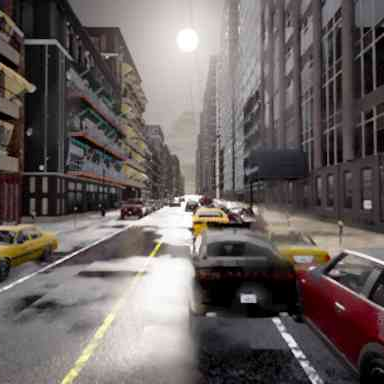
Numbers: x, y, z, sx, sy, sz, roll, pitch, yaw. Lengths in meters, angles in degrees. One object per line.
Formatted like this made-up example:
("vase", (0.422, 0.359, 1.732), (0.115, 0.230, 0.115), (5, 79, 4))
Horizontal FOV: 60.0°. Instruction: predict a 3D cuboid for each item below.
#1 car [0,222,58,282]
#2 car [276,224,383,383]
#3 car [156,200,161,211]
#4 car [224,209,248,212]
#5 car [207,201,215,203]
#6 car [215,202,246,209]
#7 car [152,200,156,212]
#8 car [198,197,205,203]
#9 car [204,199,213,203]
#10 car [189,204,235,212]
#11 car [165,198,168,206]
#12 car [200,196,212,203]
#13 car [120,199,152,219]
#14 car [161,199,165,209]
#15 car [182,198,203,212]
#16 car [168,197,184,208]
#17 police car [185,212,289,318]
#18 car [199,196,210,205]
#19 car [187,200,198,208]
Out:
("car", (-5.670, 1.615, 10.075), (1.752, 1.417, 4.829), (1, 0, 0))
("car", (2.709, 1.478, 4.589), (1.967, 1.590, 4.097), (1, 0, 0))
("car", (-5.649, 1.801, 44.153), (1.967, 1.590, 4.097), (1, 0, 0))
("car", (2.713, 1.714, 15.889), (1.802, 1.307, 4.206), (1, 0, 0))
("car", (2.723, 1.832, 32.844), (1.947, 1.339, 4.313), (1, 0, 0))
("car", (2.718, 1.617, 21.541), (1.967, 1.590, 4.097), (1, 0, 0))
("car", (-5.654, 1.841, 38.332), (1.752, 1.417, 4.829), (1, 0, 0))
("car", (2.759, 2.178, 95.008), (1.967, 1.590, 4.097), (1, 0, 0))
("car", (2.726, 1.837, 38.666), (1.752, 1.417, 4.829), (1, 0, 0))
("car", (0.913, 1.625, 17.701), (1.882, 1.535, 5.008), (0, 0, 0))
("car", (-5.645, 2.015, 55.455), (1.947, 1.339, 4.313), (1, 0, 0))
("car", (2.742, 1.802, 61.102), (2.192, 1.841, 5.009), (1, 0, 0))
("car", (-5.654, 1.588, 32.852), (2.192, 1.841, 5.009), (1, 0, 0))
("car", (-5.648, 1.950, 49.805), (1.887, 1.381, 4.507), (1, 0, 0))
("car", (0.046, 1.930, 45.285), (1.994, 1.385, 4.181), (0, 0, 0))
("car", (-2.965, 2.038, 58.962), (1.994, 1.385, 4.181), (0, 0, 0))
("police car", (0.885, 1.492, 7.809), (1.930, 1.638, 5.238), (0, 0, 0))
("car", (2.748, 1.887, 72.405), (2.192, 1.841, 5.009), (1, 0, 0))
("car", (0.036, 2.075, 59.210), (1.895, 1.301, 4.718), (0, 0, 0))
